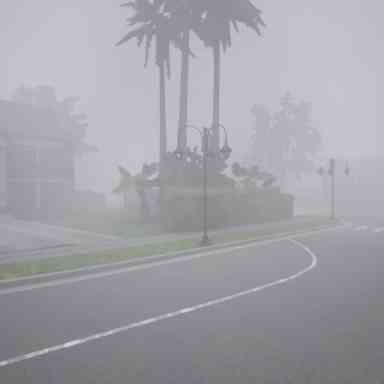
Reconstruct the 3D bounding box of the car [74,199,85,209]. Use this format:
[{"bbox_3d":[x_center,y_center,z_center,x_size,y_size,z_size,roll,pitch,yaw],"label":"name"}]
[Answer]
[{"bbox_3d":[-15.412,1.151,40.355,1.932,1.855,4.605,0,0,45],"label":"car"}]
